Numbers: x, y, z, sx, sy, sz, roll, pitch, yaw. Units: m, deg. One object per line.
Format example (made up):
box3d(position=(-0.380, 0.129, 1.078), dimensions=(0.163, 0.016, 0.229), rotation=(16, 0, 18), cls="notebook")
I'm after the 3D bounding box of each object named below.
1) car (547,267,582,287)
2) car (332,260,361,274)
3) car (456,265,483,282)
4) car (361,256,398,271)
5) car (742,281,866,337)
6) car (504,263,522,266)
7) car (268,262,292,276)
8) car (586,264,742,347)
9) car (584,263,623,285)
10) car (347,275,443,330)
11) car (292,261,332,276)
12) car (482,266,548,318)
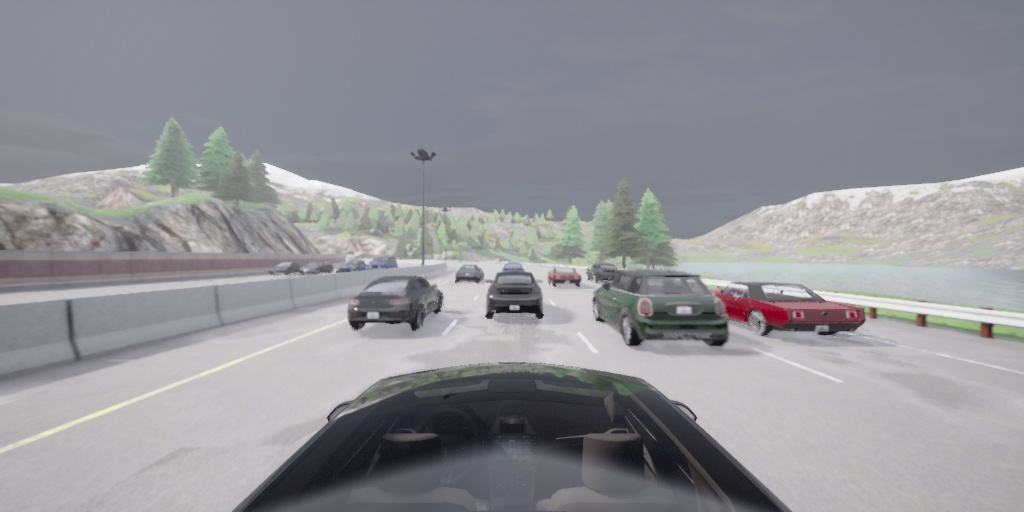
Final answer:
box3d(position=(3.578, 1.411, 25.393), dimensions=(1.895, 1.301, 4.718), rotation=(0, 0, 0), cls="car")
box3d(position=(-17.801, 1.199, 40.198), dimensions=(2.097, 1.767, 4.553), rotation=(0, 0, -2), cls="car")
box3d(position=(-3.412, 1.385, 29.475), dimensions=(1.994, 1.385, 4.181), rotation=(0, 0, 0), cls="car")
box3d(position=(-14.245, 1.067, 39.590), dimensions=(2.150, 2.045, 5.566), rotation=(0, 0, -2), cls="car")
box3d(position=(7.080, 1.373, 10.393), dimensions=(1.895, 1.301, 4.718), rotation=(0, 0, 0), cls="car")
box3d(position=(0.091, 1.301, 30.826), dimensions=(1.882, 1.535, 5.008), rotation=(0, 0, 0), cls="car")
box3d(position=(-24.766, 1.372, 39.614), dimensions=(1.812, 1.442, 4.674), rotation=(0, 0, -2), cls="car")
box3d(position=(3.575, 1.126, 9.558), dimensions=(2.097, 1.767, 4.553), rotation=(0, 0, 0), cls="car")
box3d(position=(7.085, 1.324, 28.188), dimensions=(1.837, 1.490, 4.892), rotation=(0, 0, 0), cls="car")
box3d(position=(-3.415, 1.299, 11.153), dimensions=(1.812, 1.442, 4.674), rotation=(0, 0, 0), cls="car")
box3d(position=(-21.256, 1.337, 39.220), dimensions=(2.128, 1.511, 4.902), rotation=(0, 0, -2), cls="car")
box3d(position=(0.087, 1.286, 13.184), dimensions=(1.837, 1.490, 4.892), rotation=(0, 0, 0), cls="car")
